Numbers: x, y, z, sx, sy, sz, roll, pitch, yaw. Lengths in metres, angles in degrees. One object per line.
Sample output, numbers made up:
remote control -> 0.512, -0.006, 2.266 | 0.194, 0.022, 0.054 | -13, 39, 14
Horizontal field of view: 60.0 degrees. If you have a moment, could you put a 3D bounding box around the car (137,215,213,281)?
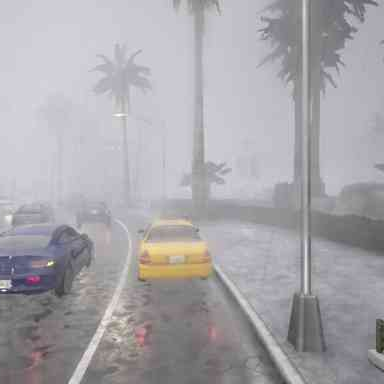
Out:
car -> -0.649, 1.456, 9.853 | 1.801, 1.575, 5.366 | 0, 0, -7

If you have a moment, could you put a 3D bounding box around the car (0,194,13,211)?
car -> -19.914, 1.207, 34.147 | 2.150, 2.045, 5.566 | 0, 0, -36

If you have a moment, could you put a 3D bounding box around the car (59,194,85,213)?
car -> -13.335, 1.212, 37.110 | 2.150, 2.045, 5.566 | 0, 0, -33

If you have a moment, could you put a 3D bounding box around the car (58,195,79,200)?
car -> -31.817, 1.392, 85.556 | 4.674, 1.452, 2.002 | 0, 0, 11

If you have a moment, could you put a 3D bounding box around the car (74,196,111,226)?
car -> -6.870, 1.346, 23.130 | 2.097, 1.767, 4.553 | 0, 0, -18

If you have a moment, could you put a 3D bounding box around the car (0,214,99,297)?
car -> -3.729, 1.523, 8.367 | 1.812, 1.442, 4.674 | 0, 0, -7

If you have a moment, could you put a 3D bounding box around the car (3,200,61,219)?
car -> -9.659, 1.482, 20.516 | 2.128, 1.511, 4.902 | 0, 0, -16

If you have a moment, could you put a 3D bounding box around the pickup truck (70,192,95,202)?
pickup truck -> -23.551, 1.070, 71.670 | 2.390, 2.098, 6.274 | 0, 0, 11
